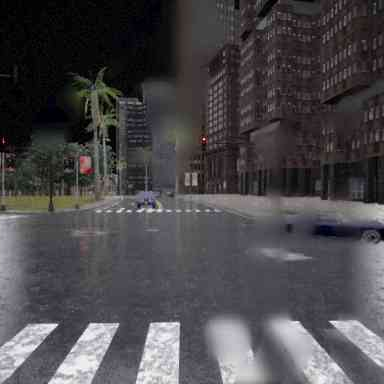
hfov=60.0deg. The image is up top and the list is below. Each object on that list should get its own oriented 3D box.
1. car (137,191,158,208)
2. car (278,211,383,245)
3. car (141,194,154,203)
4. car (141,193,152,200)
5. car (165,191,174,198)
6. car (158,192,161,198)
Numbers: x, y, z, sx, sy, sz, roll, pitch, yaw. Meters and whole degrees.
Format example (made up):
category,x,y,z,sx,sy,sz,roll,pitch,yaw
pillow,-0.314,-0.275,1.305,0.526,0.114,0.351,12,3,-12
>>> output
category,x,y,z,sx,sy,sz,roll,pitch,yaw
car,-5.714,0.889,41.905,2.150,2.045,5.566,0,1,-7
car,6.552,1.553,15.259,4.718,1.301,1.895,0,0,32
car,-7.265,1.075,54.332,1.994,1.385,4.181,0,1,-8
car,-9.396,0.883,68.507,1.994,1.385,4.181,0,1,-10
car,-5.529,0.645,82.685,1.837,1.490,4.892,0,1,-12
car,-8.830,0.665,82.585,2.128,1.511,4.902,0,1,-13
